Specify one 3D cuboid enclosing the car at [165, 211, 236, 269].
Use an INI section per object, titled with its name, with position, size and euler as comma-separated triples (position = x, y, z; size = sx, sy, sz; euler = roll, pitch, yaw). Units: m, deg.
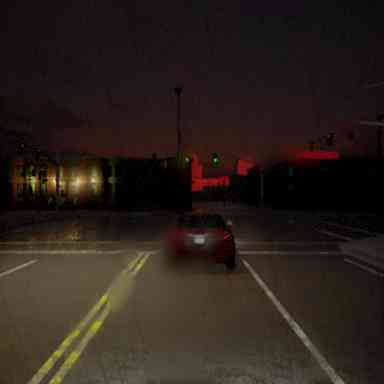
[car]
position = 0.361, 1.417, 11.583
size = 2.097, 1.767, 4.553
euler = 0, 0, 4
